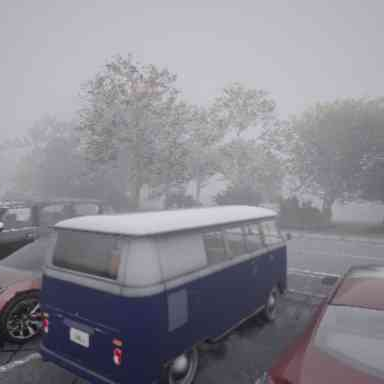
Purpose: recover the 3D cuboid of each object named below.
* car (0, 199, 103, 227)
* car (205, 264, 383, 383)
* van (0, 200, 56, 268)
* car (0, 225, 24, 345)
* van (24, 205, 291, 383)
[{"bbox_3d":[-4.505,1.217,8.325,2.435,2.045,5.566,-1,-1,35],"label":"car"},{"bbox_3d":[2.277,1.520,3.520,2.002,1.452,4.674,0,0,35],"label":"car"},{"bbox_3d":[-6.681,1.278,10.055,1.878,1.987,4.442,-1,-1,35],"label":"van"},{"bbox_3d":[-2.264,1.492,6.725,2.163,1.488,4.792,0,0,35],"label":"car"},{"bbox_3d":[0.087,1.245,5.228,1.878,1.987,4.442,0,0,35],"label":"van"}]
